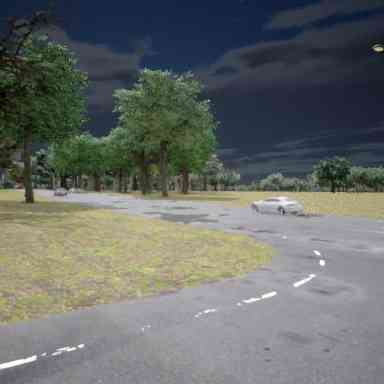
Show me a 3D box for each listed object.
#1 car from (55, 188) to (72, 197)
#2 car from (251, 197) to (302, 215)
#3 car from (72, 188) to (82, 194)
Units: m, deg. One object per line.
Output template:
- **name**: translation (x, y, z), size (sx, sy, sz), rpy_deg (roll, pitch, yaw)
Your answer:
- **car**: translation (-24.174, 0.042, 61.465), size (2.128, 1.511, 4.902), rpy_deg (-1, 2, -30)
- **car**: translation (7.135, 1.122, 28.293), size (1.812, 1.442, 4.674), rpy_deg (-1, 2, -35)
- **car**: translation (-26.818, -0.305, 76.115), size (1.895, 1.301, 4.718), rpy_deg (-1, 2, -35)
